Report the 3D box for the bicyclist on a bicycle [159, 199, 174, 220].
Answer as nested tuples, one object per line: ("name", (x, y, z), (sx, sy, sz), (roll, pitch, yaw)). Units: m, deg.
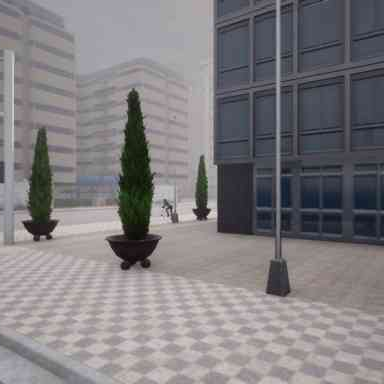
("bicyclist on a bicycle", (-1.975, 1.356, 25.864), (1.656, 1.620, 0.582), (0, 0, 35))
